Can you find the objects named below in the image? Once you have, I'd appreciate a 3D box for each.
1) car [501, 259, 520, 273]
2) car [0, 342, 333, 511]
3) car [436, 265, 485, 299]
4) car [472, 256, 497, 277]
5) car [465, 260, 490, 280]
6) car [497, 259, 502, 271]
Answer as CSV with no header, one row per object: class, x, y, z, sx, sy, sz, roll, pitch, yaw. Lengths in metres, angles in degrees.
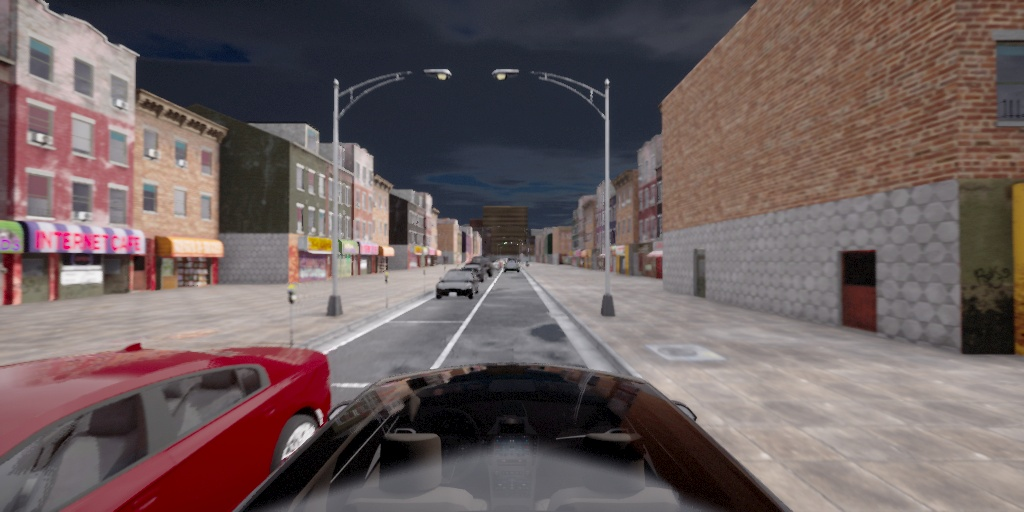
car,-0.020,1.406,46.265,1.994,1.385,4.181,0,0,0
car,-2.636,1.296,1.734,1.888,1.381,4.507,0,0,0
car,-2.644,1.342,18.214,1.948,1.339,4.313,0,0,0
car,-2.997,1.056,35.957,2.150,2.045,5.566,0,0,0
car,-3.033,1.308,28.925,1.837,1.490,4.892,0,0,0
car,-2.660,1.443,51.176,2.007,1.370,4.403,0,0,0
